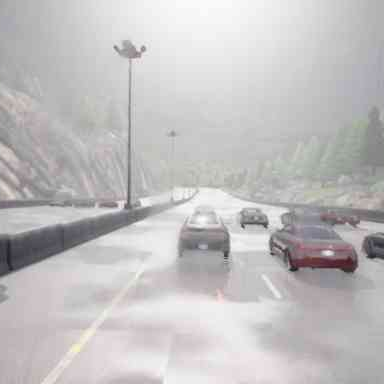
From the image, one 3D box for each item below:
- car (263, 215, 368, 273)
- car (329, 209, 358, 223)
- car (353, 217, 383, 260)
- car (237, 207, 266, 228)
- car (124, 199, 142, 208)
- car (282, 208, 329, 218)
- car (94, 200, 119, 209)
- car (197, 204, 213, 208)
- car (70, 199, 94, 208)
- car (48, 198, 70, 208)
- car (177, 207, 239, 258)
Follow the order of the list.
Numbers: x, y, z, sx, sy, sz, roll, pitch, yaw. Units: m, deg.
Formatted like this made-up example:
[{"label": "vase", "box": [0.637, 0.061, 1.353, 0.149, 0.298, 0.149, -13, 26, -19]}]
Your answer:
[{"label": "car", "box": [3.907, 1.722, 11.372, 1.994, 1.385, 4.181, 1, -1, 2]}, {"label": "car", "box": [11.474, 2.032, 26.566, 1.895, 1.301, 4.718, 1, 0, 3]}, {"label": "car", "box": [7.397, 1.784, 11.074, 1.994, 1.385, 4.181, 1, -1, 3]}, {"label": "car", "box": [4.379, 1.830, 24.548, 2.033, 1.411, 5.357, 1, 0, 3]}, {"label": "car", "box": [-8.820, 1.733, 49.644, 1.882, 1.535, 5.008, 1, 0, 2]}, {"label": "car", "box": [7.876, 1.893, 24.416, 2.033, 1.411, 5.357, 1, 0, 3]}, {"label": "car", "box": [-12.348, 1.787, 49.086, 1.895, 1.301, 4.718, 1, -1, 2]}, {"label": "car", "box": [1.079, 1.787, 29.203, 1.812, 1.442, 4.674, 1, -1, 2]}, {"label": "car", "box": [-15.843, 1.724, 49.215, 1.895, 1.301, 4.718, 1, -1, 2]}, {"label": "car", "box": [-19.329, 1.607, 49.435, 2.033, 1.411, 5.357, 1, 0, 3]}, {"label": "car", "box": [0.486, 1.605, 13.286, 2.128, 1.511, 4.902, 1, 0, 2]}]
